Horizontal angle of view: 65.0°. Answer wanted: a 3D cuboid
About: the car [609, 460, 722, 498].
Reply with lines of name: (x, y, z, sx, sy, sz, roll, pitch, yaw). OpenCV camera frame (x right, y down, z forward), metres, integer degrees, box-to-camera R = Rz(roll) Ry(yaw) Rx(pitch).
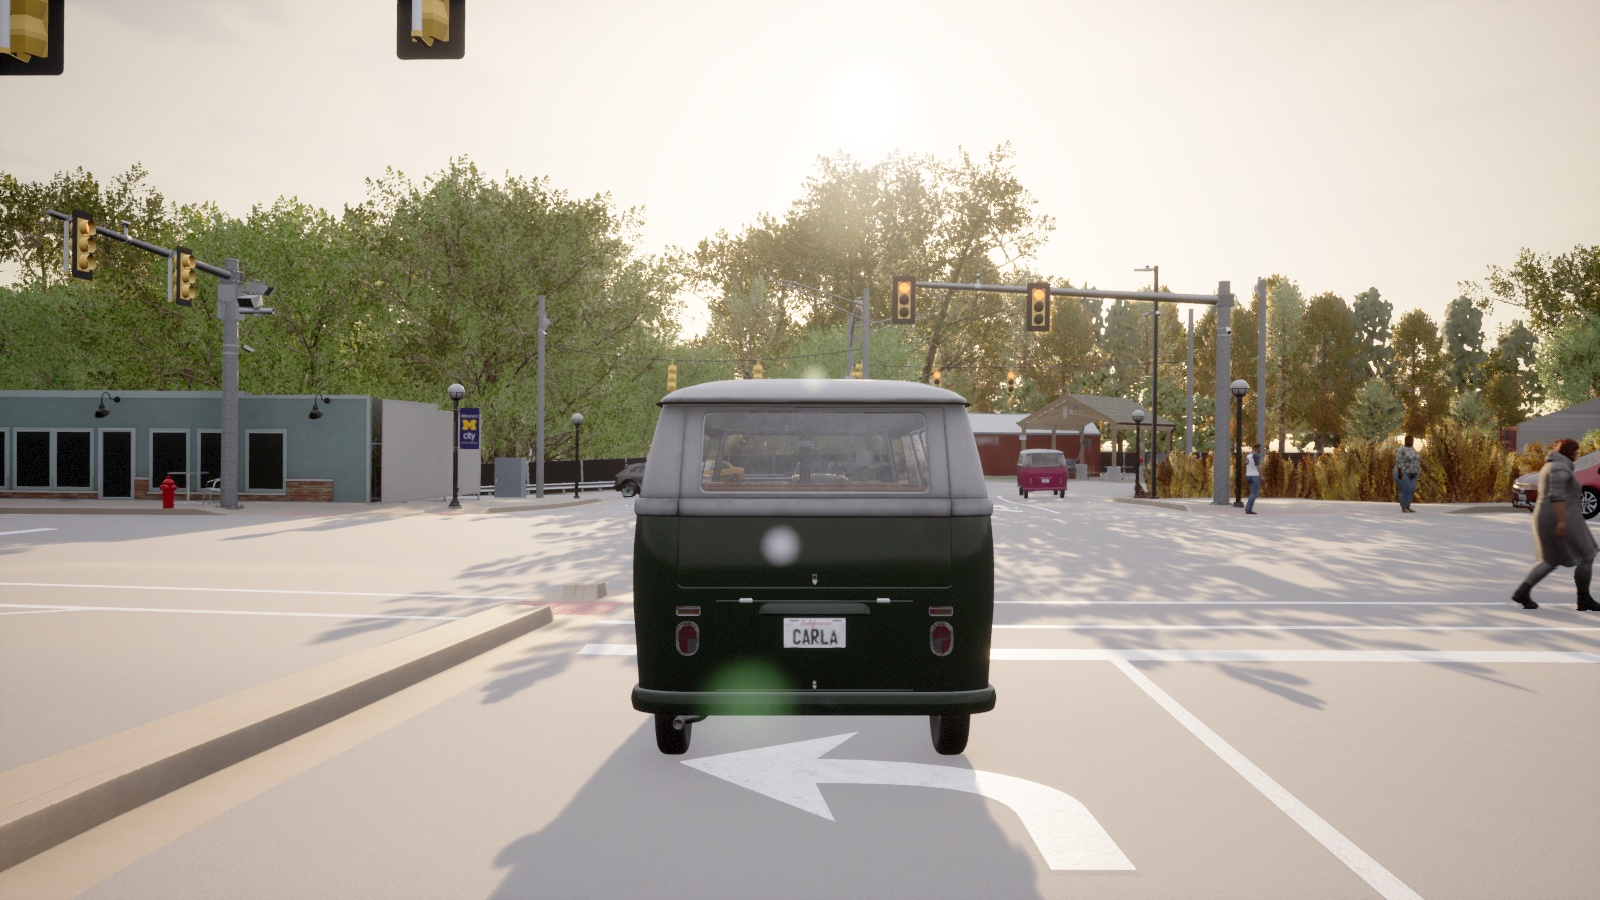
car: (-6.287, 1.370, 58.876, 4.856, 1.649, 2.033, -2, -1, 21)

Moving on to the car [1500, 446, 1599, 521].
car: (17.983, 0.673, 27.175, 4.514, 1.525, 2.007, -1, 0, 4)

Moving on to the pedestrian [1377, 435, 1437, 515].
pedestrian: (14.477, 0.582, 29.949, 0.874, 1.855, 0.900, 1, 0, -24)

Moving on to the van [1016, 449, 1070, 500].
van: (10.010, 0.969, 52.072, 1.775, 1.987, 4.442, -1, 0, 6)

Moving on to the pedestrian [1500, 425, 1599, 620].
pedestrian: (7.867, 0.731, 13.026, 0.873, 1.952, 0.659, 1, 0, 12)

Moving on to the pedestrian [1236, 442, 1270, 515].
pedestrian: (11.445, 0.709, 31.731, 0.706, 1.836, 0.354, 1, 0, -6)

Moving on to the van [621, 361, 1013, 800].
van: (0.062, 0.631, 7.930, 1.775, 1.987, 4.442, 0, -1, 0)
